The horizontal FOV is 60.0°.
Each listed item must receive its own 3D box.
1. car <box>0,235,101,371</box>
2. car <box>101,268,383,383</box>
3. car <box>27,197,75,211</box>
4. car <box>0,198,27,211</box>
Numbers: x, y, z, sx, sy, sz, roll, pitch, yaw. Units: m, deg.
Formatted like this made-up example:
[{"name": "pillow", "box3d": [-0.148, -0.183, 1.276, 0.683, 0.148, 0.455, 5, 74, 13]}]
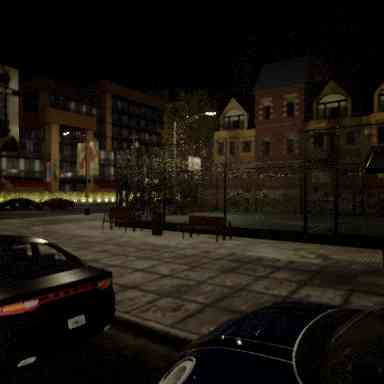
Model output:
[{"name": "car", "box3d": [-3.469, 1.473, 5.581, 5.008, 1.535, 2.097, 0, 0, 35]}, {"name": "car", "box3d": [1.858, 1.355, 1.986, 4.553, 1.767, 2.185, 0, 0, 35]}, {"name": "car", "box3d": [-16.647, 1.437, 40.188, 1.882, 1.535, 5.008, 0, 0, 35]}, {"name": "car", "box3d": [-21.105, 1.460, 39.903, 1.837, 1.490, 4.892, 0, 0, 35]}]
